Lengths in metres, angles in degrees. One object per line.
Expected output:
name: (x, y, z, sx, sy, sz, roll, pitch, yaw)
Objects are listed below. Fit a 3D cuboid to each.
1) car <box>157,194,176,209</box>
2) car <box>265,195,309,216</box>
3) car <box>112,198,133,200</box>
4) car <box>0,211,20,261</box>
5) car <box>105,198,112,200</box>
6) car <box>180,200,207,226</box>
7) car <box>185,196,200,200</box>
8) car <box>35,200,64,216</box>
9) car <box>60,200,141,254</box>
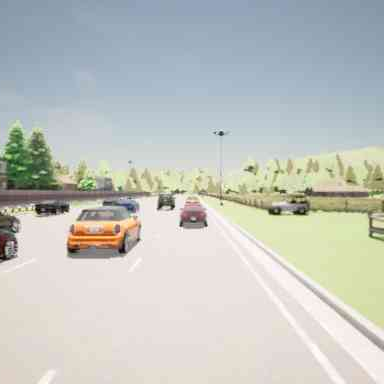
car: (-3.410, 1.260, 45.001, 2.150, 2.045, 5.566, 0, 0, 0)
car: (8.914, 1.240, 30.936, 3.866, 1.878, 1.905, 0, 0, 0)
car: (-6.909, 1.508, 36.176, 1.882, 1.535, 5.008, 0, 0, 0)
car: (-6.901, 1.513, 9.506, 1.837, 1.490, 4.892, 0, 0, 0)
car: (-10.411, 1.541, 43.506, 1.837, 1.490, 4.892, 0, 0, 0)
car: (0.098, 1.546, 23.533, 1.812, 1.442, 4.674, 0, 0, 0)
car: (0.088, 1.392, 47.759, 2.097, 1.767, 4.553, 0, 0, 0)
car: (-13.908, 1.505, 33.500, 1.882, 1.535, 5.008, 0, 0, 0)
car: (-3.403, 1.364, 13.718, 2.097, 1.767, 4.553, 0, 0, 0)
